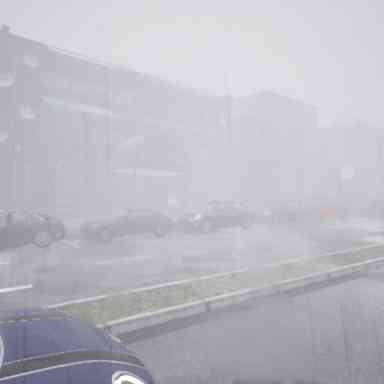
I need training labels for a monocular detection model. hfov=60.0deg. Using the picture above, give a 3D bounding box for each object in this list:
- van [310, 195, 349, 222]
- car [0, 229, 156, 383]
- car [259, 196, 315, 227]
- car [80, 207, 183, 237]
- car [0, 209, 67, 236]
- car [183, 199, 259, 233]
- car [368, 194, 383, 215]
[{"bbox_3d":[10.229,1.247,25.827,4.442,1.987,1.878,0,0,-36],"label":"van"},{"bbox_3d":[-2.344,1.350,1.768,4.553,1.767,2.097,0,0,-36],"label":"car"},{"bbox_3d":[5.860,1.340,22.692,4.553,1.767,2.185,0,0,-36],"label":"car"},{"bbox_3d":[-3.041,1.493,16.308,4.674,1.452,2.002,0,0,-36],"label":"car"},{"bbox_3d":[-7.527,1.447,13.089,4.892,1.521,2.231,0,0,-36],"label":"car"},{"bbox_3d":[1.371,1.334,19.472,4.553,1.767,2.185,0,0,-36],"label":"car"},{"bbox_3d":[19.382,1.235,32.392,5.566,2.045,2.435,0,0,-36],"label":"car"}]
